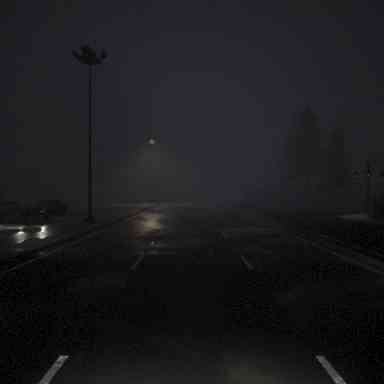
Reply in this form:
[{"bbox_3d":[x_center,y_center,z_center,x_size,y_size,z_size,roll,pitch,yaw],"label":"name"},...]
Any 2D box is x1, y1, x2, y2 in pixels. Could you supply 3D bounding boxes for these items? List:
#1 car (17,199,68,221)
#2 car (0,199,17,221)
[{"bbox_3d":[-11.495,1.309,26.419,1.882,1.535,5.008,0,0,0],"label":"car"},{"bbox_3d":[-14.995,1.309,26.420,1.882,1.535,5.008,0,0,0],"label":"car"}]
